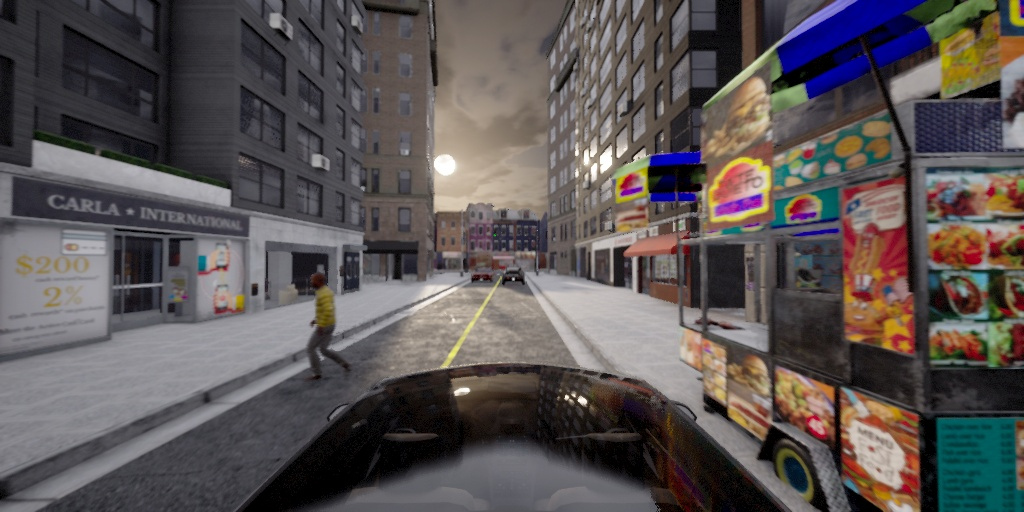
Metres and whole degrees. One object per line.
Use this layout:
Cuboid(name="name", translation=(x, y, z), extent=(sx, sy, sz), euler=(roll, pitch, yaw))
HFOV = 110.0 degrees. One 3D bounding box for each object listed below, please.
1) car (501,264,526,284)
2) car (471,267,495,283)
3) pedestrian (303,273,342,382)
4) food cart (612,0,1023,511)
Cuboid(name="car", translation=(0.116, 1.576, 30.466), extent=(1.837, 1.490, 4.892), euler=(0, 0, 0))
Cuboid(name="car", translation=(-2.563, 1.689, 32.207), extent=(1.895, 1.301, 4.718), euler=(0, -1, 0))
Cuboid(name="pedestrian", translation=(-3.089, 1.090, 5.860), extent=(0.375, 1.860, 0.375), euler=(0, -1, -10))
Cuboid(name="food cart", translation=(2.886, 0.240, 3.916), extent=(2.280, 3.560, 4.660), euler=(0, 0, 0))
